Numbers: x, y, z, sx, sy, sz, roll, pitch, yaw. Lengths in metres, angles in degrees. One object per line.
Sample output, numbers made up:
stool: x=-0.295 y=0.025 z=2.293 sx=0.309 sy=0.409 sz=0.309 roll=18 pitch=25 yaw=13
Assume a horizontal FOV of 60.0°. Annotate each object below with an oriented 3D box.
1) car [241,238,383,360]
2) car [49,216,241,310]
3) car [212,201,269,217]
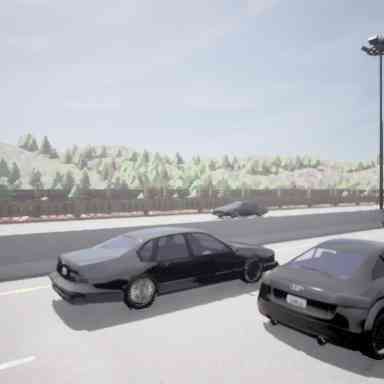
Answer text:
car: x=3.146 y=1.543 z=5.985 sx=4.181 sy=1.385 sz=1.994 roll=0 pitch=0 yaw=-35
car: x=-0.377 y=1.533 z=7.775 sx=5.357 sy=1.411 sz=2.033 roll=0 pitch=0 yaw=-35
car: x=4.250 y=1.488 z=28.489 sx=5.357 sy=1.411 sz=2.033 roll=0 pitch=0 yaw=-35
